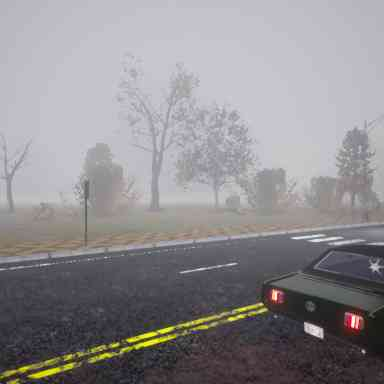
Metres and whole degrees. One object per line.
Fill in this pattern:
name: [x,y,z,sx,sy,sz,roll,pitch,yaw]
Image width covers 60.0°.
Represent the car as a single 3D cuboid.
car: [3.494,1.600,5.795,4.718,1.301,1.895,0,0,-35]
